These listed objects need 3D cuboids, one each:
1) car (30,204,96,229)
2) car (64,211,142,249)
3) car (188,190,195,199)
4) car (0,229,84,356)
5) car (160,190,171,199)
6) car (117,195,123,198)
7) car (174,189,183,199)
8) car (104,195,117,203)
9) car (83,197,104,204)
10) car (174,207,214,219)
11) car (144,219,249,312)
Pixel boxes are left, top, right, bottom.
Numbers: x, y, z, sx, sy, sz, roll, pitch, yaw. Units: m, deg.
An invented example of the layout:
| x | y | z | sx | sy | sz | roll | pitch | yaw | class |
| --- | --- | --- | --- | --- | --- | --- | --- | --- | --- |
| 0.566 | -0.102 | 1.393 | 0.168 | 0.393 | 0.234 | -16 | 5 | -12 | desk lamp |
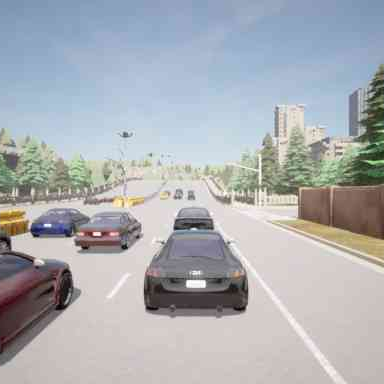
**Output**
| x | y | z | sx | sy | sz | roll | pitch | yaw | class |
| --- | --- | --- | --- | --- | --- | --- | --- | --- | --- |
| -6.918 | 1.564 | 17.972 | 1.994 | 1.385 | 4.181 | 0 | 0 | 0 | car |
| -3.408 | 1.547 | 14.412 | 2.033 | 1.411 | 5.357 | 0 | 0 | 0 | car |
| -0.189 | 1.082 | 86.374 | 1.837 | 1.490 | 4.892 | 0 | 3 | 0 | car |
| -3.410 | 1.564 | 5.172 | 1.994 | 1.385 | 4.181 | 0 | 0 | 0 | car |
| -7.192 | 1.024 | 86.944 | 1.882 | 1.535 | 5.008 | 0 | 3 | 0 | car |
| -17.640 | 1.477 | 78.954 | 1.895 | 1.301 | 4.718 | 0 | 1 | 0 | car |
| -3.692 | 0.903 | 86.930 | 2.097 | 1.767 | 4.553 | 0 | 3 | 0 | car |
| -17.577 | 1.594 | 68.712 | 1.895 | 1.301 | 4.718 | 0 | 0 | 0 | car |
| -17.617 | 1.564 | 58.634 | 1.994 | 1.385 | 4.181 | 0 | 0 | 0 | car |
| 0.084 | 1.478 | 16.770 | 1.882 | 1.535 | 5.008 | 0 | 0 | 0 | car |
| 0.088 | 1.564 | 7.780 | 1.994 | 1.385 | 4.181 | 0 | 0 | 1 | car |
